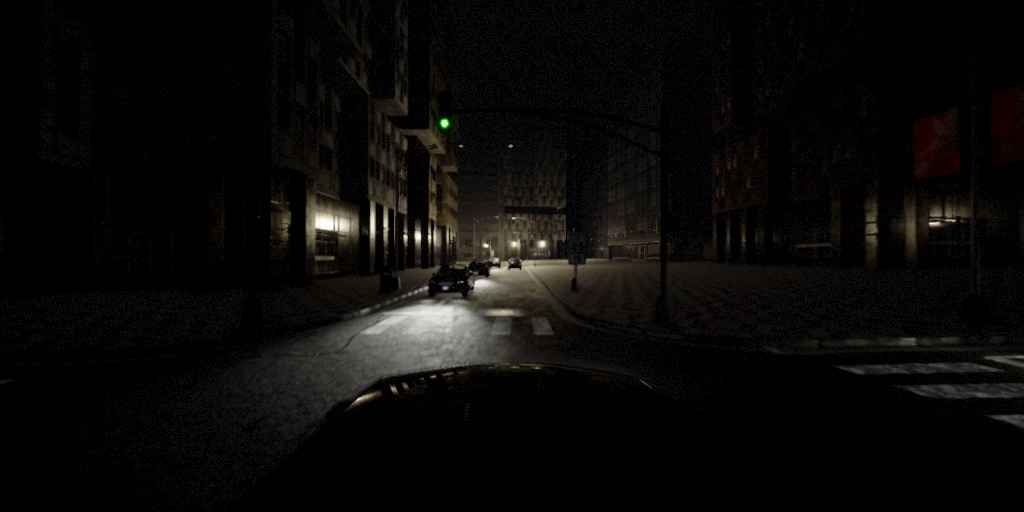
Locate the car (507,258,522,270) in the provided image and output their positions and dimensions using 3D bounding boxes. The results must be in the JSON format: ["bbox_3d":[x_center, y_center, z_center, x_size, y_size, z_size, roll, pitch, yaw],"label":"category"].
[{"bbox_3d":[0.365,1.110,46.636,2.033,1.411,5.357,0,0,1],"label":"car"}]

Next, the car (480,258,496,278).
[{"bbox_3d":[-2.862,1.100,31.650,2.128,1.511,4.902,0,0,0],"label":"car"}]

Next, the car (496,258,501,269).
[{"bbox_3d":[-2.596,1.030,51.849,2.128,1.511,4.902,0,0,1],"label":"car"}]

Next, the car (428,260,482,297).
[{"bbox_3d":[-2.987,1.164,18.492,2.128,1.511,4.902,0,0,0],"label":"car"}]
